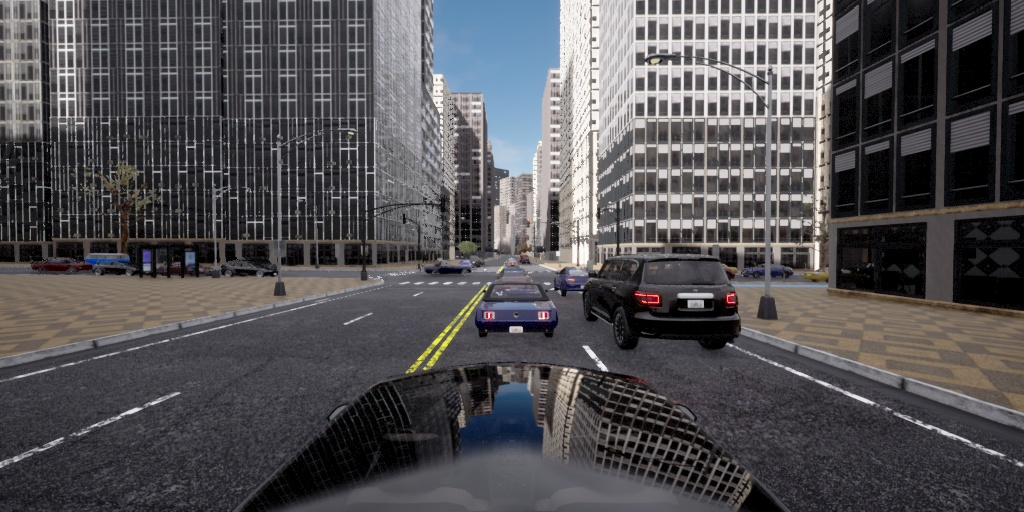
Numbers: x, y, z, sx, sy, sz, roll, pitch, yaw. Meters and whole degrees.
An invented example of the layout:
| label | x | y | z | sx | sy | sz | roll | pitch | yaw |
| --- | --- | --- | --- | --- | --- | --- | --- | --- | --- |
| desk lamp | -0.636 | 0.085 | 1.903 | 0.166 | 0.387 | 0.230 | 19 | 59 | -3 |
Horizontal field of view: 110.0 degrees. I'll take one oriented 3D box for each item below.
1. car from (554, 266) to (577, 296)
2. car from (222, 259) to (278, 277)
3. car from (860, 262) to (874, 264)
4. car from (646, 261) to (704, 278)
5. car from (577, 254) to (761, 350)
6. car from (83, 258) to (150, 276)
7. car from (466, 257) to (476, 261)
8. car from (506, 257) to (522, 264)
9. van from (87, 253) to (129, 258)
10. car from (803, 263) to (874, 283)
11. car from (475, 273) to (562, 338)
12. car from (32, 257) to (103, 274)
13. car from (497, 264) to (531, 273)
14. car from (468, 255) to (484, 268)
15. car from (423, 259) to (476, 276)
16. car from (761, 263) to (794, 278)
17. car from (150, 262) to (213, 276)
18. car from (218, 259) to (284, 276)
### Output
| label | x | y | z | sx | sy | sz | roll | pitch | yaw |
| --- | --- | --- | --- | --- | --- | --- | --- | --- | --- |
| car | 3.336 | 1.267 | 18.924 | 1.812 | 1.442 | 4.674 | 0 | 0 | 0 |
| car | -22.756 | 1.174 | 31.176 | 4.313 | 1.339 | 1.948 | 0 | 0 | 1 |
| car | 35.906 | 1.385 | 36.123 | 4.553 | 1.767 | 2.097 | 0 | 1 | 1 |
| car | 16.492 | 1.341 | 36.454 | 5.008 | 1.535 | 1.882 | 1 | 1 | 1 |
| car | 3.345 | 0.968 | 9.233 | 2.150 | 2.045 | 5.566 | 0 | 0 | 0 |
| car | -34.121 | 1.069 | 31.473 | 4.313 | 1.339 | 1.948 | 0 | 0 | 1 |
| car | -6.630 | 1.241 | 51.221 | 1.812 | 1.442 | 4.674 | 0 | 0 | -2 |
| car | 0.085 | 1.256 | 57.234 | 2.033 | 1.411 | 5.357 | 0 | 0 | 0 |
| van | -45.319 | 0.605 | 40.124 | 3.998 | 1.789 | 1.690 | 0 | 0 | 1 |
| car | 27.618 | 1.579 | 30.493 | 4.829 | 1.417 | 1.751 | 0 | 0 | 1 |
| car | 0.095 | 1.347 | 10.194 | 1.895 | 1.301 | 4.718 | 0 | 0 | 0 |
| car | -42.428 | 0.985 | 34.281 | 4.718 | 1.301 | 1.895 | 1 | 1 | 1 |
| car | 0.088 | 1.305 | 18.931 | 1.994 | 1.385 | 4.181 | 0 | 0 | 0 |
| car | -6.623 | 0.925 | 61.183 | 2.150 | 2.045 | 5.566 | 0 | 0 | 0 |
| car | -6.419 | 1.280 | 35.611 | 4.718 | 1.301 | 1.895 | 0 | 1 | -22 |
| car | 25.805 | 1.471 | 36.305 | 4.674 | 1.442 | 1.812 | 1 | 1 | 1 |
| car | -28.440 | 1.138 | 31.305 | 4.207 | 1.307 | 1.802 | 0 | 0 | 1 |
| car | -24.613 | 1.053 | 33.918 | 4.892 | 1.490 | 1.837 | 0 | 1 | 1 |
